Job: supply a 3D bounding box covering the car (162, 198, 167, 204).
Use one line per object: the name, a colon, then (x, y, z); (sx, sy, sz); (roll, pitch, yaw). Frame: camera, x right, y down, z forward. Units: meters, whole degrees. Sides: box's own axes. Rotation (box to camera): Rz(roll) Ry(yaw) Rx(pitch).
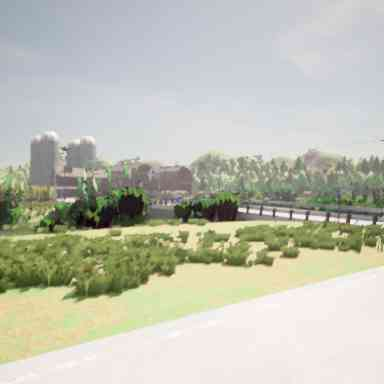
car: (-2.952, 1.080, 52.080); (1.812, 1.442, 4.674); (0, -2, -35)
